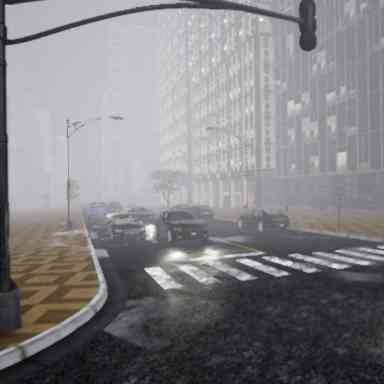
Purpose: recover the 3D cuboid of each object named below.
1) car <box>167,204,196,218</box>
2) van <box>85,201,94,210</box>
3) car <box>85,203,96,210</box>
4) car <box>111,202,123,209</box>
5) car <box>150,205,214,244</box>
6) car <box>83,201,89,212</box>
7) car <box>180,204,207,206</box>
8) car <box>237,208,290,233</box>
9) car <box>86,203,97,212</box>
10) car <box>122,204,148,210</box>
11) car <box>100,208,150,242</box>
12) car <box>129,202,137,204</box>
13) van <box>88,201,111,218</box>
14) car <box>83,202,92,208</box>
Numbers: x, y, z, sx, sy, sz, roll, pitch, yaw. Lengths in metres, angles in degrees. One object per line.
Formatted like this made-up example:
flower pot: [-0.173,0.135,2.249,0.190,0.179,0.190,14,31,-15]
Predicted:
car: [-1.194,2.018,36.623,1.947,1.339,4.313,-2,0,-19]
van: [-21.981,2.757,71.092,1.690,1.788,3.998,-2,-1,-19]
car: [-20.136,2.841,65.776,1.887,1.381,4.507,-2,-1,-19]
car: [-10.932,2.172,47.323,2.097,1.767,4.553,-1,-1,-19]
car: [-0.646,1.661,17.356,1.882,1.535,5.008,-1,-1,-17]
car: [-16.462,2.609,55.145,2.008,1.369,4.403,-2,-1,-19]
car: [0.643,1.905,31.308,1.947,1.339,4.313,-2,0,-19]
car: [4.317,1.665,20.677,2.008,1.369,4.403,-2,0,-19]
car: [-18.245,2.699,60.300,1.752,1.417,4.829,-2,-1,-19]
car: [-4.422,1.978,28.292,1.994,1.385,4.181,-1,-1,-19]
car: [-3.601,1.809,17.936,2.008,1.369,4.403,-2,0,-19]
car: [-12.217,2.734,68.516,1.802,1.307,4.206,-2,-1,-19]
van: [-10.958,2.051,39.201,1.690,1.788,3.998,-2,0,-19]
car: [-25.647,3.200,81.721,1.887,1.381,4.507,-2,-1,-19]
